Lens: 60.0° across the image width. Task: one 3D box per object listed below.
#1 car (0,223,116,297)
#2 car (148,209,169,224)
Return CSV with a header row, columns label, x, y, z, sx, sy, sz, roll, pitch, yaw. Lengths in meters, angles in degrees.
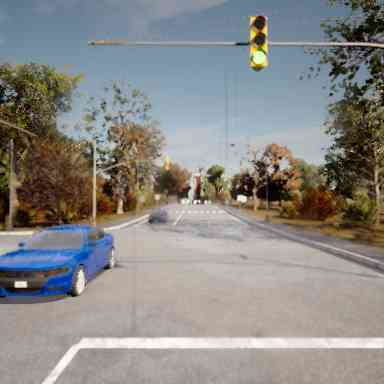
label,x,y,z,sx,sy,sz,roll,pitch,yaw
car,-3.504,1.697,9.314,1.882,1.535,5.008,0,-2,0
car,-3.491,2.546,35.521,2.033,1.411,5.357,0,-1,0
